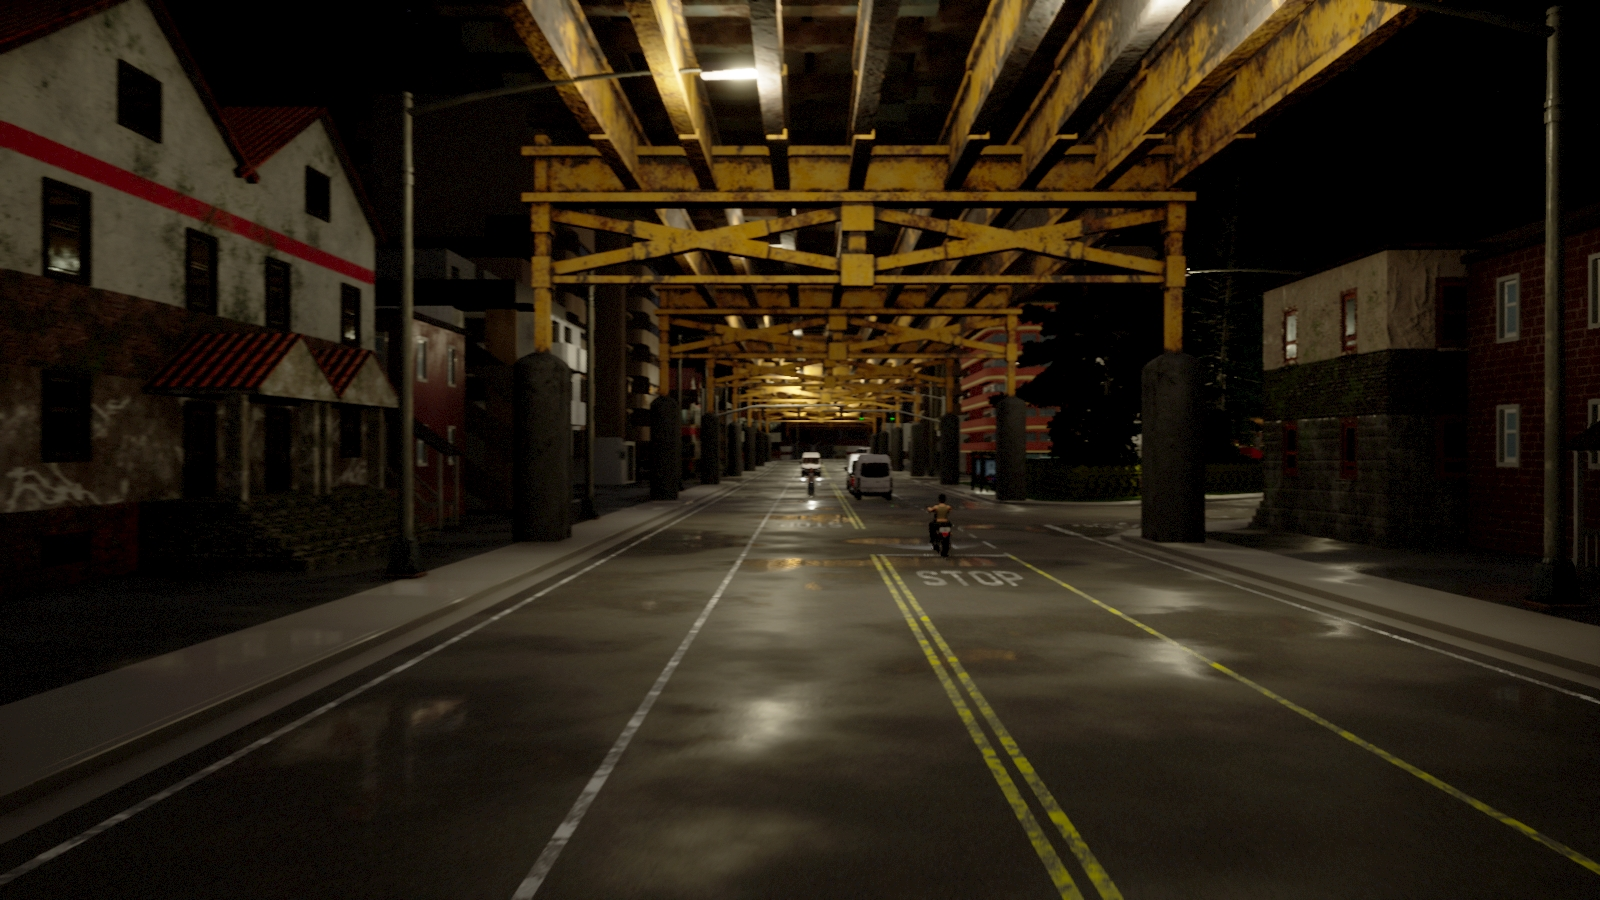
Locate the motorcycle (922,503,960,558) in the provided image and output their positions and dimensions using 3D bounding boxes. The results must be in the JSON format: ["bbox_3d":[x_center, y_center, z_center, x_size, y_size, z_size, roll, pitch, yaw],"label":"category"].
[{"bbox_3d":[3.799,2.145,30.936,0.764,1.332,2.356,0,0,1],"label":"motorcycle"}]
